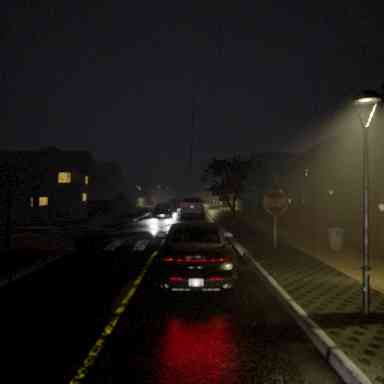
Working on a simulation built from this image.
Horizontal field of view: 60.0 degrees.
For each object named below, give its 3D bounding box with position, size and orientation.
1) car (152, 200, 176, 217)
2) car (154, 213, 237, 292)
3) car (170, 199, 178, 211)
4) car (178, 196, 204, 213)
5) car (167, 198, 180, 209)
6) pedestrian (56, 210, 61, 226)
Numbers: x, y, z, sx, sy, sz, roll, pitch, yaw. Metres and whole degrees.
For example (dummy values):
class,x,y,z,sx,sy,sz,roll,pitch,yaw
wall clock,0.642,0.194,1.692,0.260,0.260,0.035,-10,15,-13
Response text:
class,x,y,z,sx,sy,sz,roll,pitch,yaw
car,-2.898,1.794,33.676,1.895,1.301,4.718,0,0,0
car,0.086,1.550,9.046,1.837,1.490,4.892,0,0,0
car,-2.908,1.861,42.844,1.895,1.301,4.718,0,0,0
car,0.028,1.406,32.650,2.150,2.045,5.566,0,0,0
car,-2.920,1.825,53.364,1.882,1.535,5.008,0,-1,0
pedestrian,-9.947,1.559,24.747,0.375,1.860,0.375,0,-2,5
